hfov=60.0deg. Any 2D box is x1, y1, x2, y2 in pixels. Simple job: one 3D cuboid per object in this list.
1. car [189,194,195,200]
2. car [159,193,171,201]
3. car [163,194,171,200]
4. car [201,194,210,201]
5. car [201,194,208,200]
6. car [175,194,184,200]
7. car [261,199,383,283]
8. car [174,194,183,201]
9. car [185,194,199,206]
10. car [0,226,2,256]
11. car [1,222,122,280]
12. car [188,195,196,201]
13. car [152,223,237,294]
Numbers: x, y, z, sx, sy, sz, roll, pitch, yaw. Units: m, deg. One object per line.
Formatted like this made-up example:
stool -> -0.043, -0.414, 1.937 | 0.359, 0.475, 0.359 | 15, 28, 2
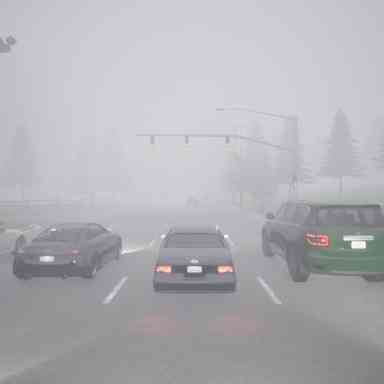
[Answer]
car -> 0.015, 1.307, 94.059 | 1.882, 1.535, 5.008 | 0, 0, 0
car -> -6.987, 1.214, 83.670 | 2.150, 2.045, 5.566 | 0, 0, 0
car -> -6.985, 1.382, 94.060 | 1.994, 1.385, 4.181 | 0, 0, 0
car -> 3.513, 1.489, 83.639 | 1.837, 1.490, 4.892 | 0, 0, 0
car -> 3.515, 1.307, 94.059 | 1.882, 1.535, 5.008 | 0, 0, 0
car -> -3.485, 1.355, 94.060 | 2.128, 1.511, 4.902 | 0, 0, 0
car -> 3.573, 1.221, 9.776 | 2.150, 2.045, 5.566 | 0, 0, 0
car -> -3.487, 1.514, 84.056 | 1.812, 1.442, 4.674 | 0, 0, 0
car -> 0.006, 1.350, 52.996 | 2.097, 1.767, 4.553 | 0, 0, 0
car -> -6.927, 1.525, 10.164 | 1.812, 1.442, 4.674 | 0, 0, 0
car -> -3.432, 1.564, 9.943 | 1.994, 1.385, 4.181 | 0, 0, 1
car -> 0.013, 1.529, 83.639 | 2.033, 1.411, 5.357 | 0, 0, 0
car -> 0.068, 1.547, 8.957 | 2.033, 1.411, 5.357 | 0, 0, 0
